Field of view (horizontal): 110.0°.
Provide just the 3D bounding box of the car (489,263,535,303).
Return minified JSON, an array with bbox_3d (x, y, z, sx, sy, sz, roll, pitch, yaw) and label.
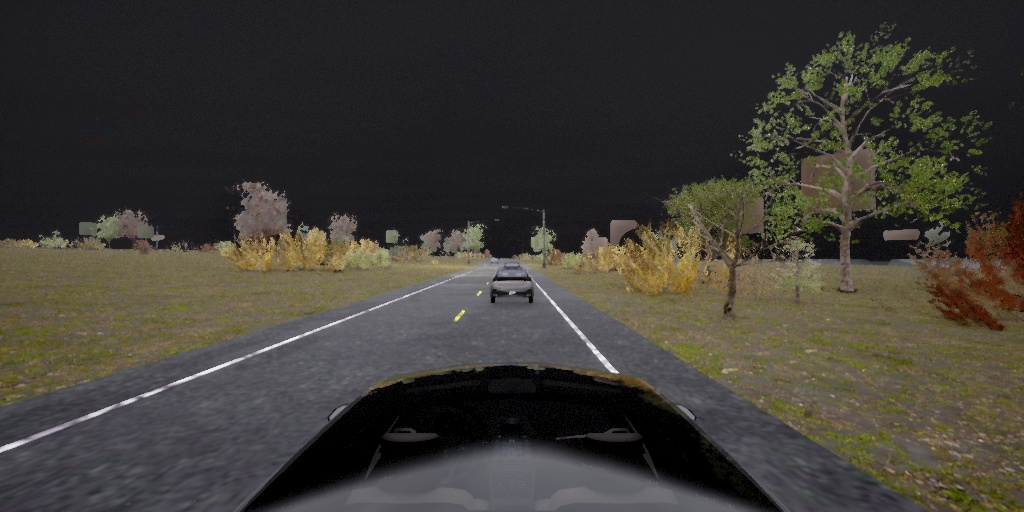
[{"bbox_3d":[0.000,1.247,16.501,2.128,1.511,4.902,0,0,0],"label":"car"}]
